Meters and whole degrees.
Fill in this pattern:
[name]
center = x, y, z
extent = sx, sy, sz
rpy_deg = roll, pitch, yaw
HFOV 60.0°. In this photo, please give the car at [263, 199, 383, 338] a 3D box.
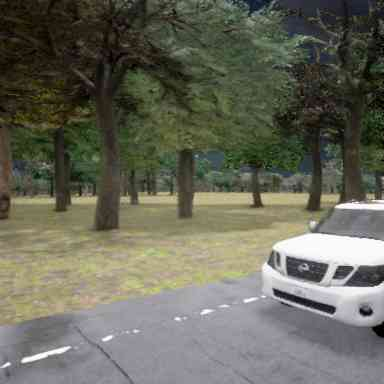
[car]
center = 3.931, 1.193, 6.797
extent = 5.566, 2.045, 2.150
rpy_deg = 0, 0, -36
